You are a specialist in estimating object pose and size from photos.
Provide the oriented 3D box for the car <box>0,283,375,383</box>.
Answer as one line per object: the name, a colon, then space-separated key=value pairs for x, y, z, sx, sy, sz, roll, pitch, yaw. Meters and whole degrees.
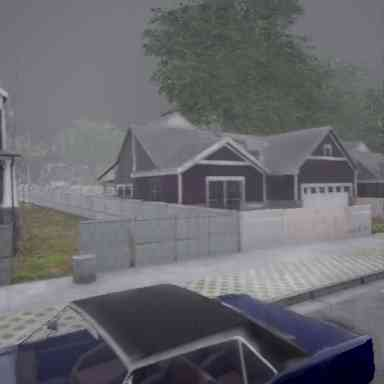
car: x=-0.642 y=1.596 z=2.592 sx=4.718 sy=1.301 sz=1.895 roll=0 pitch=0 yaw=-35
